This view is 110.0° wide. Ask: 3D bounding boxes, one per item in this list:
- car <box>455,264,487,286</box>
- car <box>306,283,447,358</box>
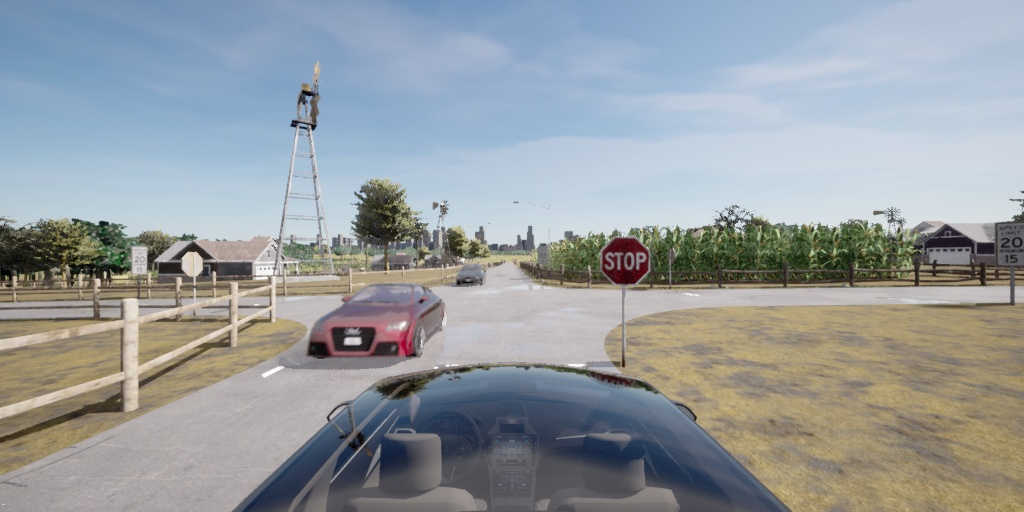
[{"bbox_3d":[-2.840,1.356,25.627,1.837,1.490,4.892,0,0,0],"label":"car"},{"bbox_3d":[-2.789,1.328,8.300,1.994,1.385,4.181,0,0,0],"label":"car"}]
